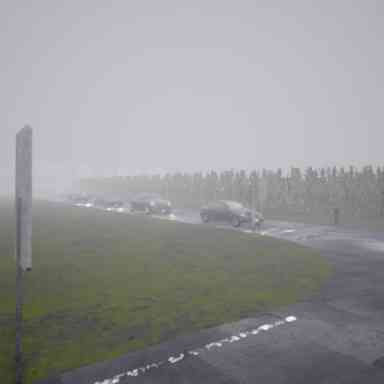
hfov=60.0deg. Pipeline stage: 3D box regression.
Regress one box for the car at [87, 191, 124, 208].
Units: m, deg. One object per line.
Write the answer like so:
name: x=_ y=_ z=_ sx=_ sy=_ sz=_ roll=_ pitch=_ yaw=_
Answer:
car: x=-9.320 y=0.928 z=36.537 sx=2.033 sy=1.411 sz=5.357 roll=1 pitch=1 yaw=-36

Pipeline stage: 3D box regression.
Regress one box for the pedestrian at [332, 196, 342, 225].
pedestrian: x=9.159 y=1.132 z=21.089 sx=0.375 sy=1.860 sz=0.375 roll=2 pitch=-1 yaw=-36

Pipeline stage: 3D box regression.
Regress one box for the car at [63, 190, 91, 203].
car: x=-15.656 y=0.791 z=45.402 sx=1.895 sy=1.301 sz=4.718 roll=1 pitch=1 yaw=-35

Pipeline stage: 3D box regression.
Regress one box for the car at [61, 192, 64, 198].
car: x=-21.688 y=0.459 z=58.734 sx=2.128 sy=1.511 sz=4.902 roll=1 pitch=1 yaw=-36

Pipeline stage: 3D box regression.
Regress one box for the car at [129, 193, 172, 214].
car: x=-3.624 y=0.904 z=28.618 sx=2.097 sy=1.767 sz=4.553 roll=1 pitch=1 yaw=-36

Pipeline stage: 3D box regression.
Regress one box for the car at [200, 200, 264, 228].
car: x=2.274 y=1.257 z=20.363 sx=1.812 sy=1.442 sz=4.674 roll=1 pitch=1 yaw=-34
